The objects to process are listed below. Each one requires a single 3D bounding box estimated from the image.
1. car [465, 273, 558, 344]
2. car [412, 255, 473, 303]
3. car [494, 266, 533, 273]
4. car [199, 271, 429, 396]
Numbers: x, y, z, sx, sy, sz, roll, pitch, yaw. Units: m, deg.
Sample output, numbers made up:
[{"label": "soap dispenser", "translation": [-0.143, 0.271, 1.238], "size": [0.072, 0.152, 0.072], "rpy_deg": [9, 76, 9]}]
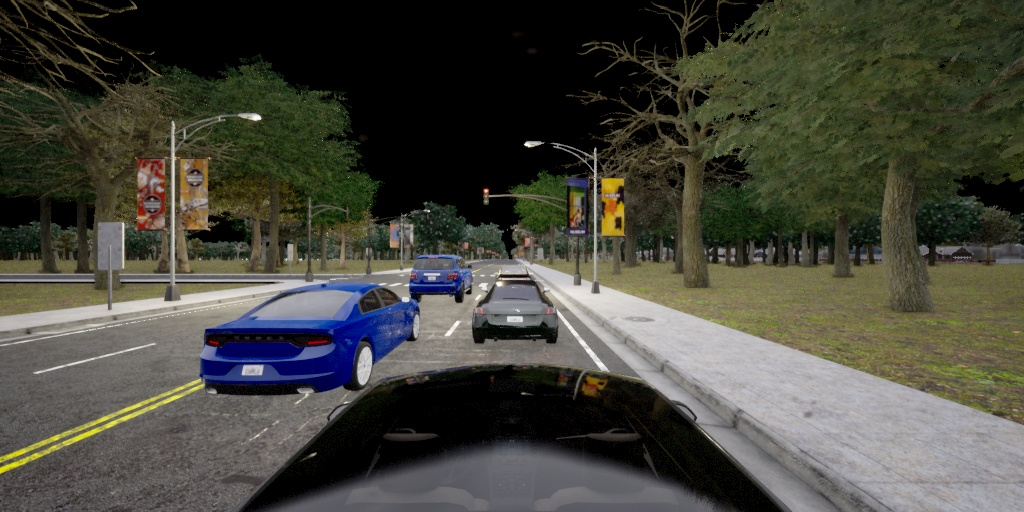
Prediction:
[{"label": "car", "translation": [0.094, 1.315, 9.631], "size": [1.994, 1.385, 4.181], "rpy_deg": [0, 0, 1]}, {"label": "car", "translation": [-3.151, 0.974, 16.791], "size": [2.150, 2.045, 5.566], "rpy_deg": [0, 0, 0]}, {"label": "car", "translation": [0.099, 1.244, 18.533], "size": [2.128, 1.511, 4.902], "rpy_deg": [0, 0, 0]}, {"label": "car", "translation": [-3.150, 1.228, 6.805], "size": [1.882, 1.535, 5.008], "rpy_deg": [0, 0, 0]}]
